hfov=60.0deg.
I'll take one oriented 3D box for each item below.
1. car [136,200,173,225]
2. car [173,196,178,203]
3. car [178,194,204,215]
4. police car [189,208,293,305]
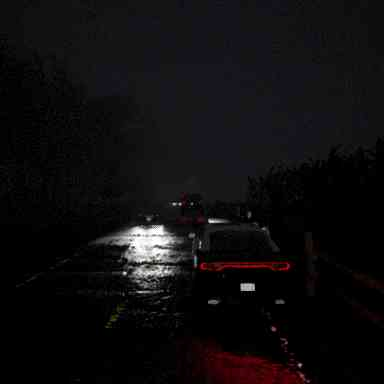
[{"bbox_3d":[-2.789,1.487,23.897,2.128,1.511,4.902,0,0,0],"label":"car"},{"bbox_3d":[-2.856,1.559,66.671,1.994,1.385,4.181,0,0,0],"label":"car"},{"bbox_3d":[0.009,1.216,33.870,2.150,2.045,5.566,0,0,0],"label":"car"},{"bbox_3d":[0.948,1.423,8.268,1.930,1.638,5.238,0,0,0],"label":"police car"}]
